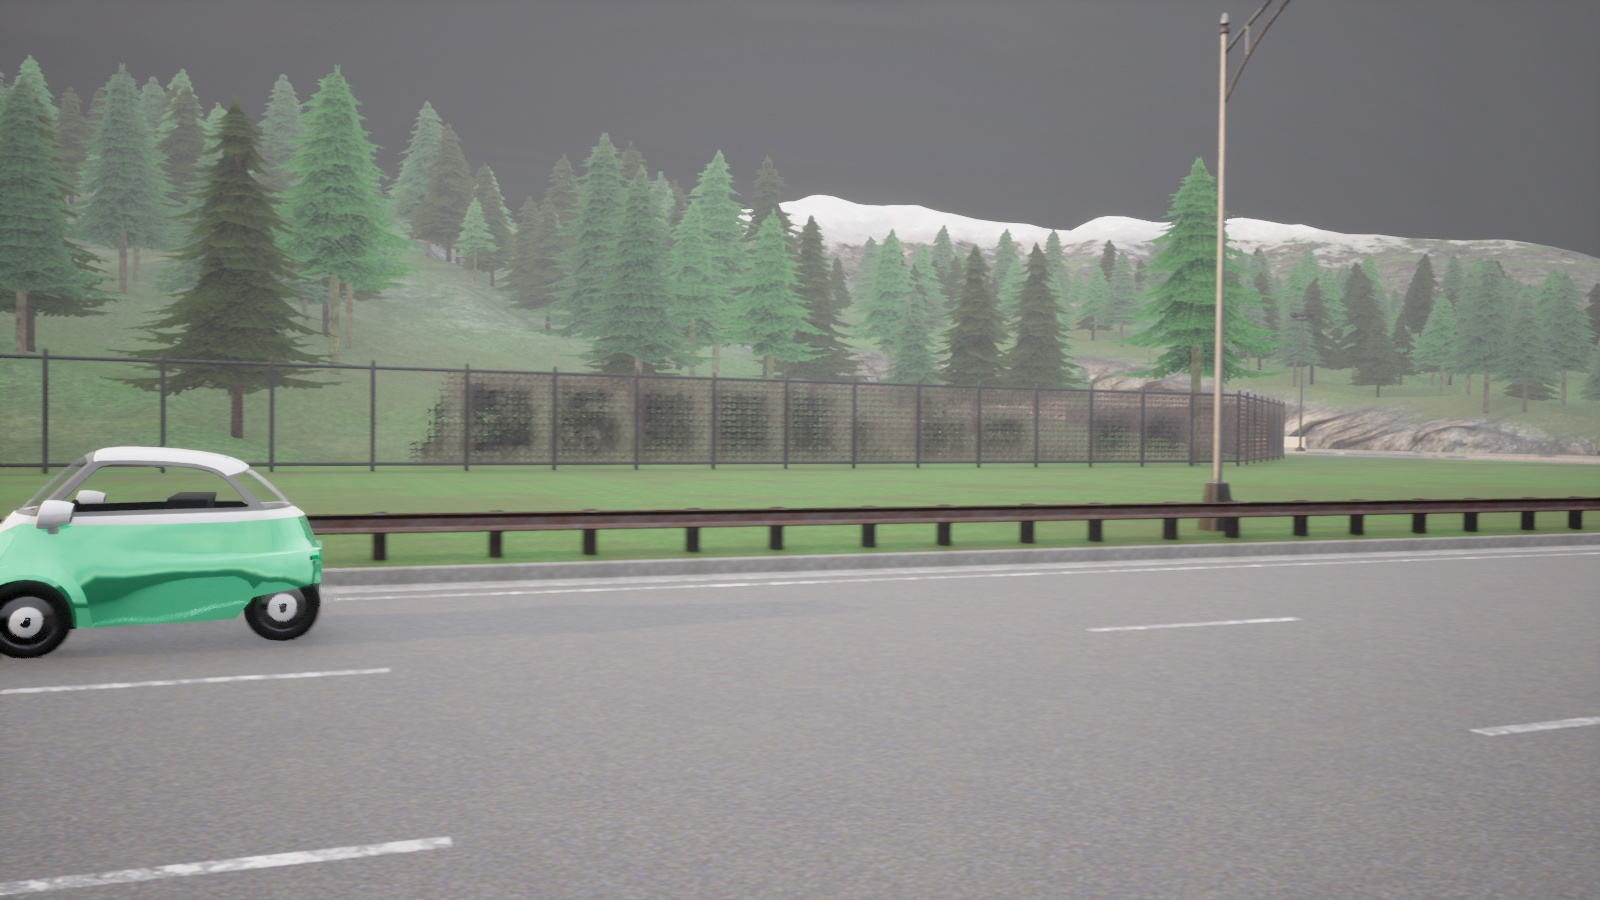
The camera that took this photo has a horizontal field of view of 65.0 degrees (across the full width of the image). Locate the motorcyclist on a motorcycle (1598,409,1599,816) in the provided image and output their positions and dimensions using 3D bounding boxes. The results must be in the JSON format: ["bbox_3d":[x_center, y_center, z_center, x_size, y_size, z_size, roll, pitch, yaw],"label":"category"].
[{"bbox_3d":[4.117,0.630,4.791,1.817,1.590,0.866,-1,1,-19],"label":"motorcyclist on a motorcycle"}]

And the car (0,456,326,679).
[{"bbox_3d":[-4.583,0.755,8.980,2.207,1.376,1.481,-1,1,-21],"label":"car"}]
